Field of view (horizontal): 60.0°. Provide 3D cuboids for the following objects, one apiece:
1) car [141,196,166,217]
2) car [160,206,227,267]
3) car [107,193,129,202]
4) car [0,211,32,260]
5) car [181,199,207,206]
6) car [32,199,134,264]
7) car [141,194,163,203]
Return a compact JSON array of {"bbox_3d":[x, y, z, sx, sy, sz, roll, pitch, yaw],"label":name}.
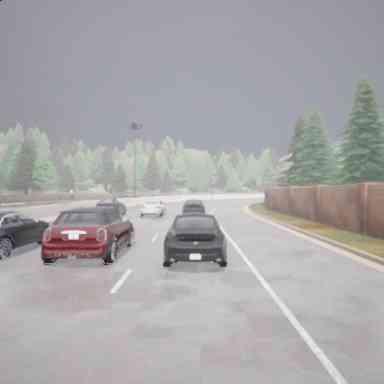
[{"bbox_3d":[-3.333,1.381,29.113,1.812,1.442,4.674,0,0,1],"label":"car"},{"bbox_3d":[0.097,1.449,11.244,1.837,1.490,4.892,0,1,0],"label":"car"},{"bbox_3d":[-14.476,1.032,65.212,2.097,1.767,4.553,0,0,20],"label":"car"},{"bbox_3d":[-6.901,1.431,12.124,2.128,1.511,4.902,0,0,0],"label":"car"},{"bbox_3d":[0.161,1.365,28.170,1.837,1.490,4.892,0,0,1],"label":"car"},{"bbox_3d":[-3.402,1.294,11.703,2.097,1.767,4.553,0,0,0],"label":"car"},{"bbox_3d":[-7.565,1.179,63.625,2.128,1.511,4.902,0,0,21],"label":"car"}]
